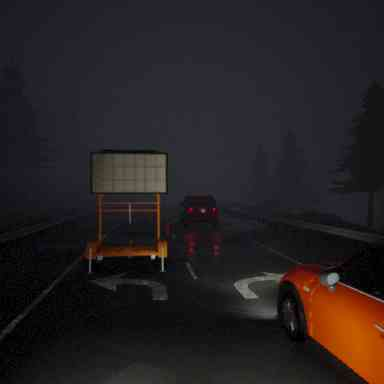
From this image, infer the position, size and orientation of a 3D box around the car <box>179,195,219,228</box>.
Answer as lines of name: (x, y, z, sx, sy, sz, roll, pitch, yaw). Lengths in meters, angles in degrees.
car: (0.398, 1.224, 22.665, 2.150, 2.045, 5.566, 0, 0, -6)

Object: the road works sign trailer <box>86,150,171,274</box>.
road works sign trailer: (-1.981, 0.465, 10.655, 2.380, 3.560, 2.880, 0, 0, -6)

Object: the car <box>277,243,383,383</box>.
car: (2.702, 1.353, 3.782, 2.097, 1.767, 4.553, 0, 0, -9)
